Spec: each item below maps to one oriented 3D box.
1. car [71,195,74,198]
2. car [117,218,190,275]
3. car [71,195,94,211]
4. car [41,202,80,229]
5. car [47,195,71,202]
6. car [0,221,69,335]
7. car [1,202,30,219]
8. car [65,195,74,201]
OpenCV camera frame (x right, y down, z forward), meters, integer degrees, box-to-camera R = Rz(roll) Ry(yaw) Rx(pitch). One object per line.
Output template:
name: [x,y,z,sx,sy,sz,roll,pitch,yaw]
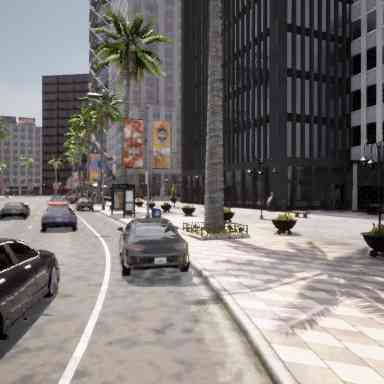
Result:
car: [-24.413,1.335,67.836,2.185,1.767,4.553,0,0,-23]
car: [-1.312,1.525,10.435,1.812,1.442,4.674,0,0,-13]
car: [-13.163,1.471,40.701,2.231,1.521,4.892,0,0,-23]
car: [-8.356,1.558,20.974,1.994,1.385,4.181,0,0,-21]
car: [-14.535,1.341,35.937,2.097,1.767,4.553,0,0,-22]
car: [-3.690,1.502,5.581,1.837,1.490,4.892,1,0,-7]
car: [-15.468,1.551,29.288,1.994,1.385,4.181,0,0,-22]
car: [-32.535,1.487,88.208,2.161,1.482,4.786,0,0,-23]
